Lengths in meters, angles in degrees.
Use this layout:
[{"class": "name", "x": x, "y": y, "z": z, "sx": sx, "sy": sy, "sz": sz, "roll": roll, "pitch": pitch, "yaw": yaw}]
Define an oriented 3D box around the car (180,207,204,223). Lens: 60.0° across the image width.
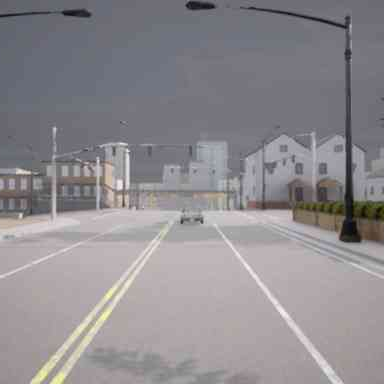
[{"class": "car", "x": -0.024, "y": 1.916, "z": 28.225, "sx": 1.895, "sy": 1.301, "sz": 4.718, "roll": 0, "pitch": -1, "yaw": -1}]
